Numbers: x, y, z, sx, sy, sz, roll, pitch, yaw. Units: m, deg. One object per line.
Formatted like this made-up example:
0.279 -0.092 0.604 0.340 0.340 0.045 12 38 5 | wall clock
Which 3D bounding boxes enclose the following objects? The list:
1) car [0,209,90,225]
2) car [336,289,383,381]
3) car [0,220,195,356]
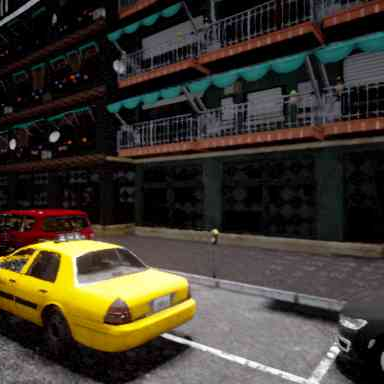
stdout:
-5.073 1.458 10.388 5.009 1.841 2.192 0 -1 37 | car
3.956 1.628 3.635 4.403 1.369 2.008 0 -1 37 | car
-2.474 1.545 6.205 5.366 1.575 1.801 0 -1 37 | car
